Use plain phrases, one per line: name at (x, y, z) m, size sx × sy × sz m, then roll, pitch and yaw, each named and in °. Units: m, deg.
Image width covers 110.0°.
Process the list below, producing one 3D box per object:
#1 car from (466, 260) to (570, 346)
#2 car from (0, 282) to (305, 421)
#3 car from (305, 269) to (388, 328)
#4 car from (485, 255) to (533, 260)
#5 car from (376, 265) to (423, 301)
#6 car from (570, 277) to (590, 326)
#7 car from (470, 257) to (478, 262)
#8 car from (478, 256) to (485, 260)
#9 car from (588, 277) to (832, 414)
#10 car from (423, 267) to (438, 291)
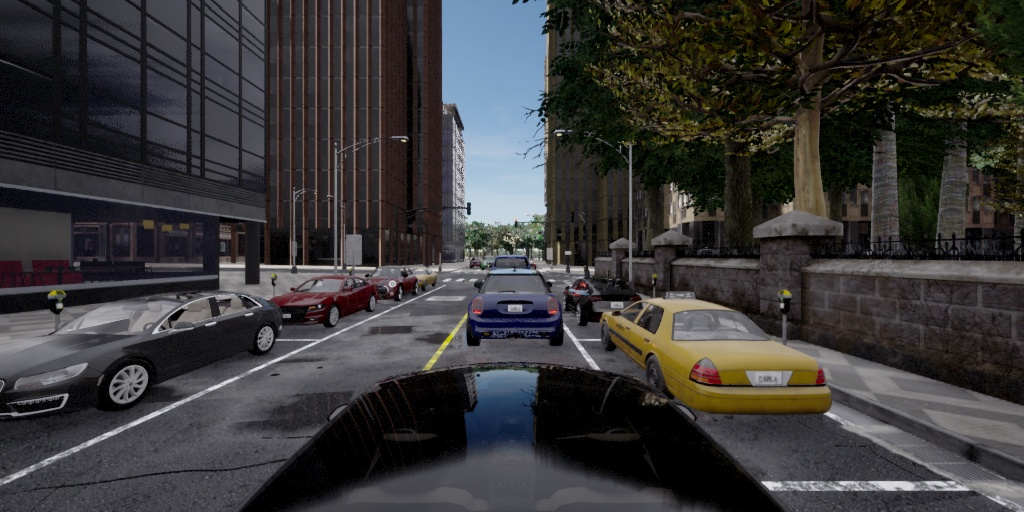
car at (0.039, 1.102, 9.553) m, size 2.097 × 1.767 × 4.553 m, roll 0°, pitch 0°, yaw -1°
car at (-5.770, 1.300, 5.976) m, size 2.007 × 1.370 × 4.403 m, roll 0°, pitch 0°, yaw 0°
car at (-5.780, 1.295, 11.433) m, size 1.888 × 1.381 × 4.507 m, roll 0°, pitch 0°, yaw 0°
car at (-0.025, 0.973, 18.987) m, size 2.150 × 2.045 × 5.566 m, roll 0°, pitch 0°, yaw 0°
car at (-5.789, 1.190, 16.890) m, size 1.967 × 1.591 × 4.097 m, roll 0°, pitch 0°, yaw 0°
car at (2.745, 1.316, 11.450) m, size 1.948 × 1.339 × 4.313 m, roll 0°, pitch 0°, yaw 0°
car at (-5.864, 1.079, 59.754) m, size 2.192 × 1.841 × 5.009 m, roll 0°, pitch 0°, yaw 0°
car at (-3.189, 0.982, 51.229) m, size 2.150 × 2.045 × 5.566 m, roll 0°, pitch 0°, yaw -1°
car at (2.755, 1.275, 6.163) m, size 1.751 × 1.417 × 4.829 m, roll 0°, pitch 0°, yaw 0°
car at (-5.799, 1.277, 22.176) m, size 1.751 × 1.417 × 4.829 m, roll 0°, pitch 0°, yaw 0°
